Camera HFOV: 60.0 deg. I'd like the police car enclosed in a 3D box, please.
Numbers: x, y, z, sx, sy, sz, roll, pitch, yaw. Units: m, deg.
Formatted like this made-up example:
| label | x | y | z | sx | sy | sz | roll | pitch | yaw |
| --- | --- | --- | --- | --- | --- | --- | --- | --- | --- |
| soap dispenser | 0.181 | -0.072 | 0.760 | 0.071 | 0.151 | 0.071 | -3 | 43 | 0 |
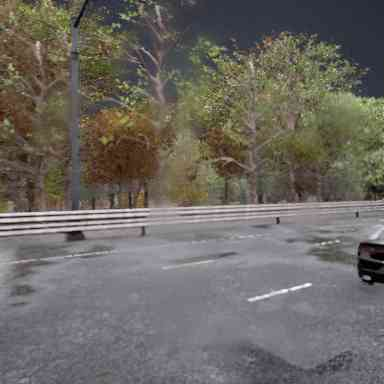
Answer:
| label | x | y | z | sx | sy | sz | roll | pitch | yaw |
| --- | --- | --- | --- | --- | --- | --- | --- | --- | --- |
| police car | 6.020 | 1.414 | 8.658 | 5.238 | 1.638 | 1.930 | 0 | 1 | -45 |
